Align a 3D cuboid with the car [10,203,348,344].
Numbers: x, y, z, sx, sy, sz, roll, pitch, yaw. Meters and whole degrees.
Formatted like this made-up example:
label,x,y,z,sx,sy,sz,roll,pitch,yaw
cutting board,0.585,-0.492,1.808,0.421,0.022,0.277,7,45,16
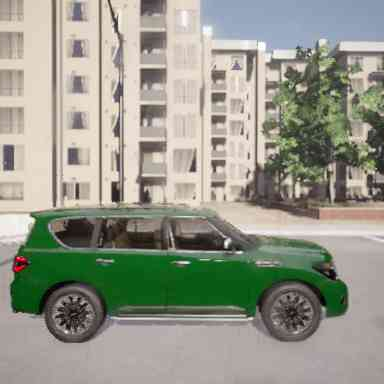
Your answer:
label,x,y,z,sx,sy,sz,roll,pitch,yaw
car,-0.251,1.246,6.021,5.566,2.045,2.150,-1,1,1
